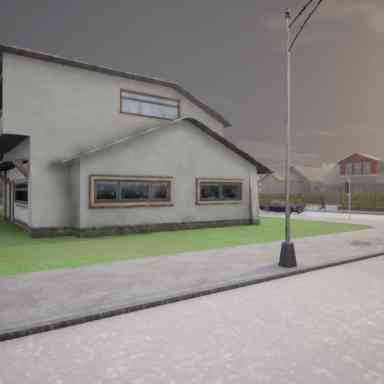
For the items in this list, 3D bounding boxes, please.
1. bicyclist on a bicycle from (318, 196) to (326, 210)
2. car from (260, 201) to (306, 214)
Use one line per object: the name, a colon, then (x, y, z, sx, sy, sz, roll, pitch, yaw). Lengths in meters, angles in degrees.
bicyclist on a bicycle: (15.762, 1.349, 40.277, 1.656, 1.620, 0.582, 0, 0, -35)
car: (9.404, 1.601, 34.730, 1.895, 1.301, 4.718, 0, 0, -35)
